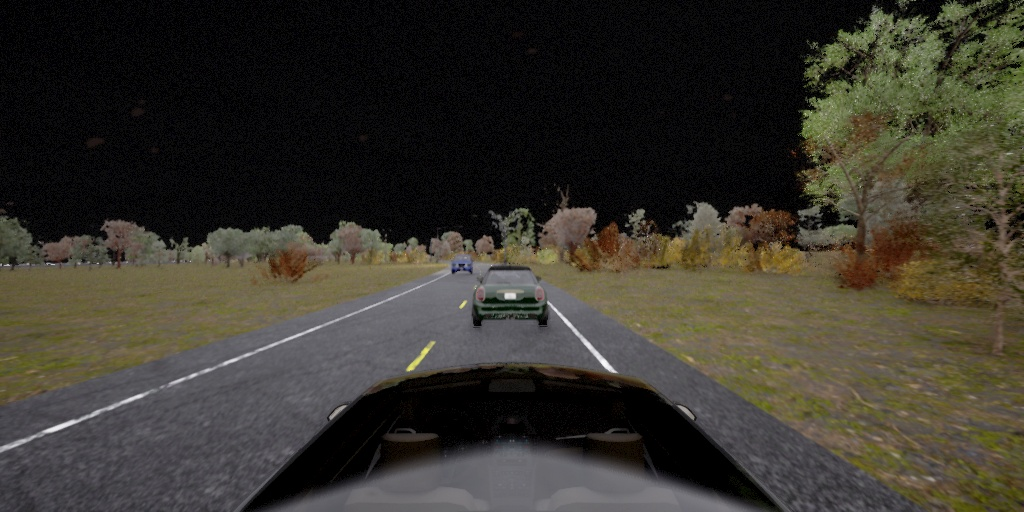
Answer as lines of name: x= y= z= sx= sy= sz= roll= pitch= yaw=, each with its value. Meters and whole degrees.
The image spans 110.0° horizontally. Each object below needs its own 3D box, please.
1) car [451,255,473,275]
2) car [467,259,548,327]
car: x=-5.235 y=0.878 z=38.228 sx=2.150 sy=2.045 sz=5.566 roll=0 pitch=0 yaw=-5
car: x=-0.092 y=1.070 z=11.603 sx=2.097 sy=1.767 sz=4.553 roll=0 pitch=0 yaw=-1
